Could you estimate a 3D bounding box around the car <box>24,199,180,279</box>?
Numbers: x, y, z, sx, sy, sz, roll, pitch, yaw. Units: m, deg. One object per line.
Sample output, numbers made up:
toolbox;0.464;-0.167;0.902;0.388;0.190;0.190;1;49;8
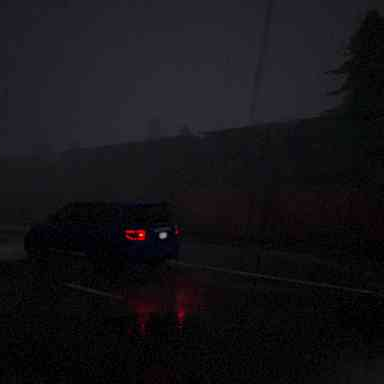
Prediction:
car;-2.945;1.256;10.393;5.566;2.045;2.150;0;0;36
